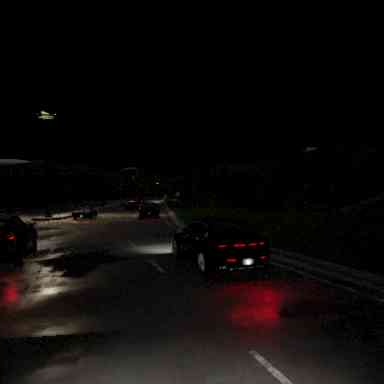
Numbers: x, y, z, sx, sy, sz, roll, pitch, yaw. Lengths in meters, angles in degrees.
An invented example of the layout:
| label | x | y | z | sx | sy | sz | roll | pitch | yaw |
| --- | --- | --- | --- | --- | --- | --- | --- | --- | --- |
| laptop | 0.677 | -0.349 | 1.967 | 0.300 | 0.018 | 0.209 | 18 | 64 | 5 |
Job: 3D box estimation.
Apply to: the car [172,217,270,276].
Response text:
| label | x | y | z | sx | sy | sz | roll | pitch | yaw |
| --- | --- | --- | --- | --- | --- | --- | --- | --- | --- |
| car | 0.703 | 1.576 | 10.825 | 1.837 | 1.490 | 4.892 | -1 | -1 | -18 |

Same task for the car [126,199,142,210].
| label | x | y | z | sx | sy | sz | roll | pitch | yaw |
| --- | --- | --- | --- | --- | --- | --- | --- | --- | --- |
| car | -10.370 | 2.326 | 58.001 | 1.994 | 1.385 | 4.181 | -2 | 0 | -6 |

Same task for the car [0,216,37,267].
| label | x | y | z | sx | sy | sz | roll | pitch | yaw |
| --- | --- | --- | --- | --- | --- | --- | --- | --- | --- |
| car | -7.098 | 1.647 | 12.283 | 2.097 | 1.767 | 4.553 | -1 | -1 | -18 |

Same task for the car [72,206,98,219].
| label | x | y | z | sx | sy | sz | roll | pitch | yaw |
| --- | --- | --- | --- | --- | --- | --- | --- | --- | --- |
| car | -11.647 | 2.220 | 36.503 | 1.895 | 1.301 | 4.718 | -2 | 0 | -6 |

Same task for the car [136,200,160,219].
| label | x | y | z | sx | sy | sz | roll | pitch | yaw |
| --- | --- | --- | --- | --- | --- | --- | --- | --- | --- |
| car | -4.299 | 1.874 | 33.677 | 1.882 | 1.535 | 5.008 | -2 | 0 | -7 |
